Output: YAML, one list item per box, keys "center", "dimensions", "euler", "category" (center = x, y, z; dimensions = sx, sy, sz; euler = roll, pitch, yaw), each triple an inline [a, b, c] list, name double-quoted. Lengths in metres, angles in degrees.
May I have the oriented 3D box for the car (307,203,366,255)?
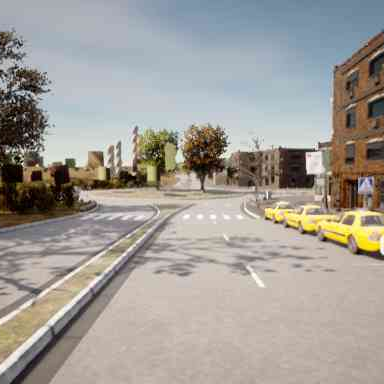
- center: [6.475, 1.420, 12.927]
  dimensions: [1.946, 1.575, 5.366]
  euler: [0, 0, 0]
  category: "car"

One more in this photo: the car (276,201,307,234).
- center: [6.475, 1.419, 18.452]
  dimensions: [1.946, 1.575, 5.366]
  euler: [0, 0, 0]
  category: "car"

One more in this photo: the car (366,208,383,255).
- center: [6.472, 1.172, 7.118]
  dimensions: [2.435, 2.045, 5.566]
  euler: [0, 0, 0]
  category: "car"

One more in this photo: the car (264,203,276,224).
- center: [6.485, 1.421, 23.975]
  dimensions: [1.946, 1.575, 5.366]
  euler: [0, 0, 0]
  category: "car"
